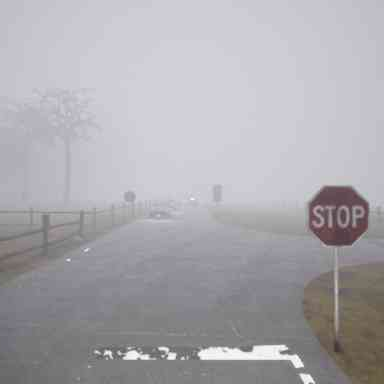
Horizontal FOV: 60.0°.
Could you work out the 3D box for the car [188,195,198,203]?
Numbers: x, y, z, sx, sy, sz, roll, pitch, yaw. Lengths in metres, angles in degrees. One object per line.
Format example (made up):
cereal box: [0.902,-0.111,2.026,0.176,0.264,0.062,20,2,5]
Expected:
car: [0.191,1.426,70.836,2.097,1.767,4.553,0,0,0]

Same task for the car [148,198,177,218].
car: [-2.769,1.587,30.391,2.033,1.411,5.357,0,0,0]

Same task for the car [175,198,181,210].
car: [-2.736,1.580,41.429,1.837,1.490,4.892,0,0,0]

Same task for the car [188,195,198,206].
car: [0.162,1.701,60.228,2.033,1.411,5.357,0,0,0]
